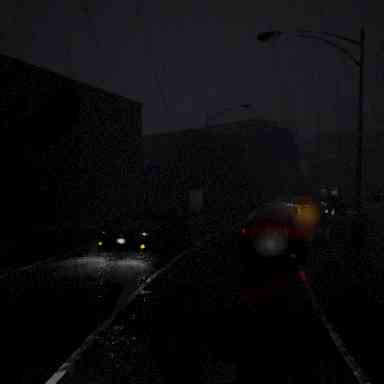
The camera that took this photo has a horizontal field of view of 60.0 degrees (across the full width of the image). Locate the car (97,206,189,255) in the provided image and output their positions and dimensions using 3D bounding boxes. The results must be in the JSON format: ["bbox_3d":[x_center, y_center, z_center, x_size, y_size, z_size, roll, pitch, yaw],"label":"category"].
[{"bbox_3d":[-1.552,1.224,11.860,1.994,1.385,4.181,1,2,17],"label":"car"}]

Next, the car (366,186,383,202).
[{"bbox_3d":[25.359,0.224,44.252,5.566,2.045,2.150,-1,3,-38],"label":"car"}]

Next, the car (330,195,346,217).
[{"bbox_3d":[9.815,0.925,24.342,1.837,1.490,4.892,2,2,39],"label":"car"}]

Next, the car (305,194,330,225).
[{"bbox_3d":[6.626,0.991,19.733,1.882,1.535,5.008,2,2,31],"label":"car"}]

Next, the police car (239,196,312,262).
[{"bbox_3d":[2.860,1.135,11.317,1.930,1.638,5.238,1,2,17],"label":"police car"}]
